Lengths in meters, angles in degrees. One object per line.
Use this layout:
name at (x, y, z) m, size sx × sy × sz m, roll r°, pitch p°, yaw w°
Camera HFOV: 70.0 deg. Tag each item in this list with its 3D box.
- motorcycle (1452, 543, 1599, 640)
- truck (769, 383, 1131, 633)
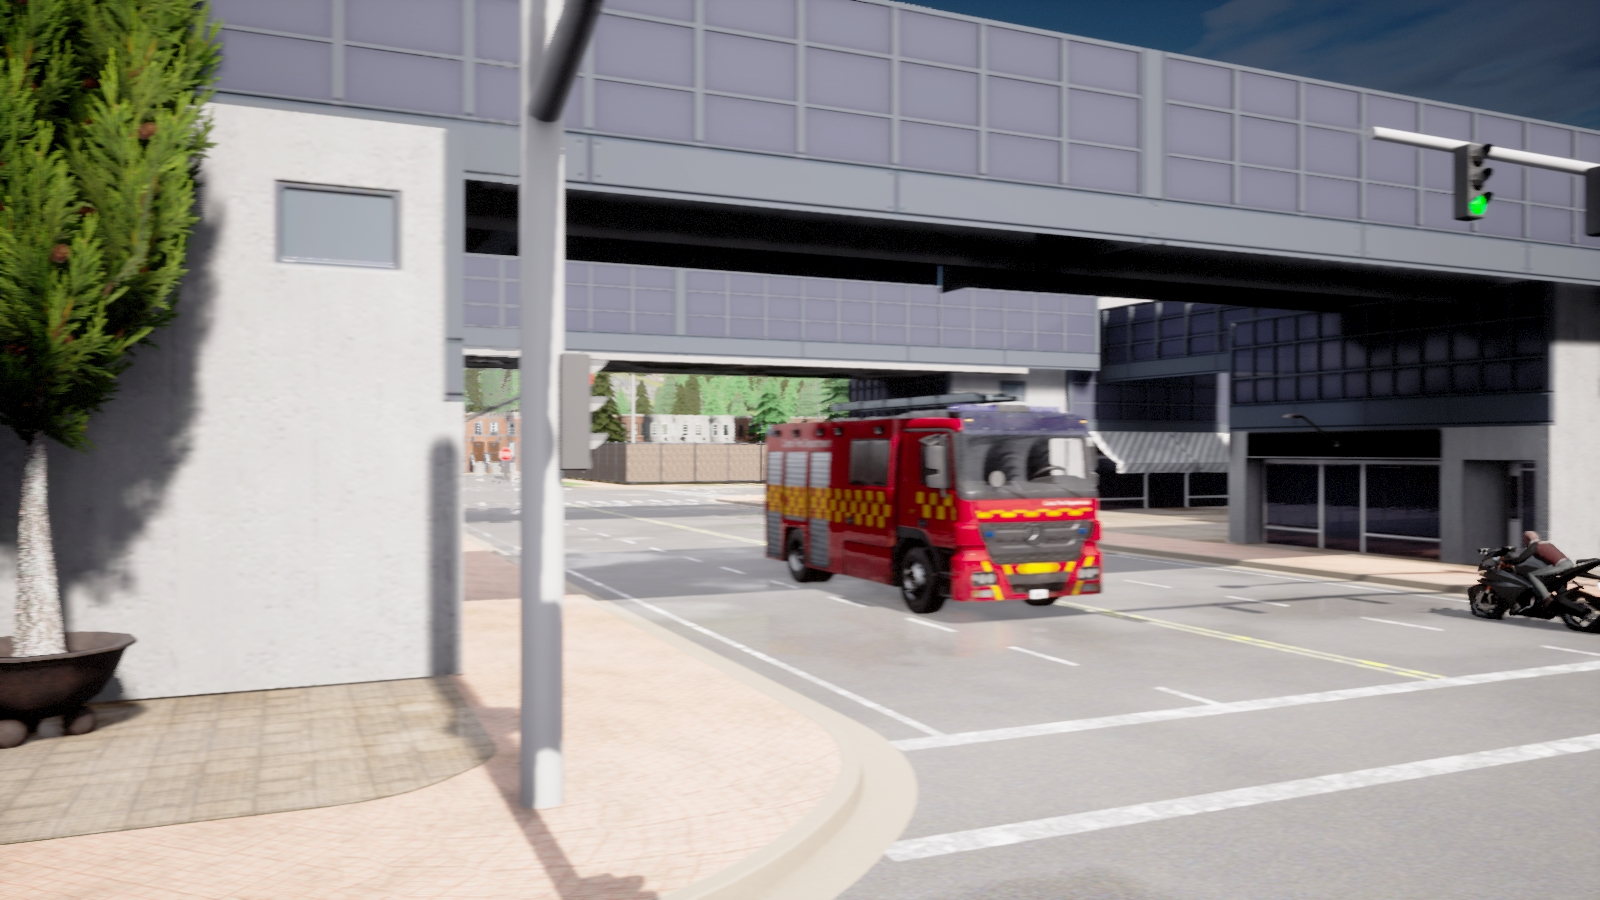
motorcycle at (11.705, 2.199, 18.202) m, size 0.867 × 1.251 × 2.209 m, roll 0°, pitch 0°, yaw -24°
truck at (2.367, 0.881, 21.926) m, size 2.891 × 3.827 × 8.468 m, roll 0°, pitch 0°, yaw -24°
